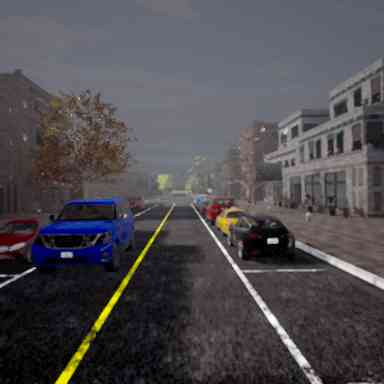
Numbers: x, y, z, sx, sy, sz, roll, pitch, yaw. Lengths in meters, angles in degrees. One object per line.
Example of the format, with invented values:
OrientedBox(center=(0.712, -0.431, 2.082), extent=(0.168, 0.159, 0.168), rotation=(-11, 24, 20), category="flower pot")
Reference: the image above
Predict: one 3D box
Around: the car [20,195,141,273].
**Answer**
OrientedBox(center=(-3.264, 1.246, 11.202), extent=(2.150, 2.045, 5.566), rotation=(-1, 0, -2), category="car")

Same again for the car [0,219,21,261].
OrientedBox(center=(-5.973, 1.637, 11.956), extent=(1.802, 1.307, 4.206), rotation=(-1, 0, -2), category="car")

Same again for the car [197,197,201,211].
OrientedBox(center=(1.776, 1.519, 34.380), extent=(1.802, 1.307, 4.206), rotation=(-1, 0, -2), category="car")

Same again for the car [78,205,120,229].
OrientedBox(center=(-6.287, 1.627, 23.049), extent=(1.802, 1.307, 4.206), rotation=(-1, 0, -2), category="car")

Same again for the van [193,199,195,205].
OrientedBox(center=(1.458, 1.268, 45.471), extent=(1.690, 1.788, 3.998), rotation=(-1, 0, -2), category="van")

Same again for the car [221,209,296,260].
OrientedBox(center=(2.403, 1.523, 12.195), extent=(1.947, 1.339, 4.313), rotation=(-1, 0, -2), category="car")

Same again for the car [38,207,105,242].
OrientedBox(center=(-6.131, 1.601, 17.502), extent=(2.008, 1.369, 4.403), rotation=(-1, 0, -2), category="car")

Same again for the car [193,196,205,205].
OrientedBox(center=(1.144, 1.442, 56.734), extent=(1.752, 1.417, 4.829), rotation=(-1, 0, -2), category="car")

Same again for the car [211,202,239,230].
OrientedBox(center=(2.242, 1.478, 17.910), extent=(1.752, 1.417, 4.829), rotation=(-1, 0, -2), category="car")

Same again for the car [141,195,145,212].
OrientedBox(center=(-6.762, 1.345, 39.686), extent=(2.192, 1.841, 5.009), rotation=(-1, 0, -2), category="car")

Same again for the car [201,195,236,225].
OrientedBox(center=(2.084, 1.263, 23.287), extent=(2.192, 1.841, 5.009), rotation=(-1, 0, -2), category="car")

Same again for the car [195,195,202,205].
OrientedBox(center=(1.614, 1.458, 40.095), extent=(1.752, 1.417, 4.829), rotation=(-1, 0, -2), category="car")
